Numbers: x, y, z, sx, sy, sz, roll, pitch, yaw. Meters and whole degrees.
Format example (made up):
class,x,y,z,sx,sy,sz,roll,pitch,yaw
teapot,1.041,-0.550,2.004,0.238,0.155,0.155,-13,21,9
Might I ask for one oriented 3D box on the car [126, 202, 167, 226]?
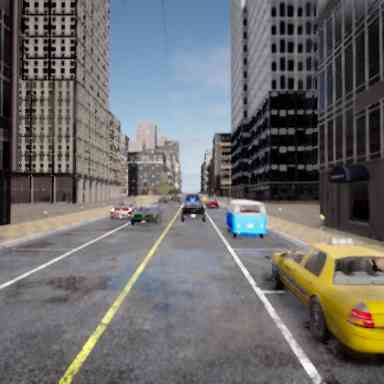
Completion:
class,x,y,z,sx,sy,sz,roll,pitch,yaw
car,-3.099,1.589,23.463,1.895,1.301,4.718,0,0,0

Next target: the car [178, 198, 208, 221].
class,x,y,z,sx,sy,sz,roll,pitch,yaw
car,0.100,1.491,26.901,1.837,1.490,4.892,0,0,0

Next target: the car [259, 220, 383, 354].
class,x,y,z,sx,sy,sz,roll,pitch,yaw
car,2.704,1.522,6.307,1.752,1.417,4.829,1,0,0

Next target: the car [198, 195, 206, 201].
class,x,y,z,sx,sy,sz,roll,pitch,yaw
car,2.702,1.509,88.270,1.887,1.381,4.507,1,0,0

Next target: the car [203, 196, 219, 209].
class,x,y,z,sx,sy,sz,roll,pitch,yaw
car,2.703,1.561,45.178,1.802,1.307,4.206,1,0,0

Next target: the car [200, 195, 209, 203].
class,x,y,z,sx,sy,sz,roll,pitch,yaw
car,2.703,1.495,72.121,1.752,1.417,4.829,1,0,0

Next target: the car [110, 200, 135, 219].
class,x,y,z,sx,sy,sz,roll,pitch,yaw
car,-5.642,1.426,28.319,1.967,1.590,4.097,1,0,0

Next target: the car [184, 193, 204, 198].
class,x,y,z,sx,sy,sz,roll,pitch,yaw
car,0.099,1.203,45.359,2.150,2.045,5.566,0,0,0

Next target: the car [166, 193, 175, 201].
class,x,y,z,sx,sy,sz,roll,pitch,yaw
car,-5.674,1.279,88.239,2.192,1.841,5.009,1,0,0

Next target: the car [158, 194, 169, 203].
class,x,y,z,sx,sy,sz,roll,pitch,yaw
car,-5.678,1.537,66.456,1.947,1.339,4.313,1,0,0

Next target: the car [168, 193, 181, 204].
class,x,y,z,sx,sy,sz,roll,pitch,yaw
car,-3.016,1.472,64.271,1.837,1.490,4.892,0,0,0

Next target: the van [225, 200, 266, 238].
class,x,y,z,sx,sy,sz,roll,pitch,yaw
van,2.708,1.333,17.292,1.690,1.788,3.998,1,0,0
